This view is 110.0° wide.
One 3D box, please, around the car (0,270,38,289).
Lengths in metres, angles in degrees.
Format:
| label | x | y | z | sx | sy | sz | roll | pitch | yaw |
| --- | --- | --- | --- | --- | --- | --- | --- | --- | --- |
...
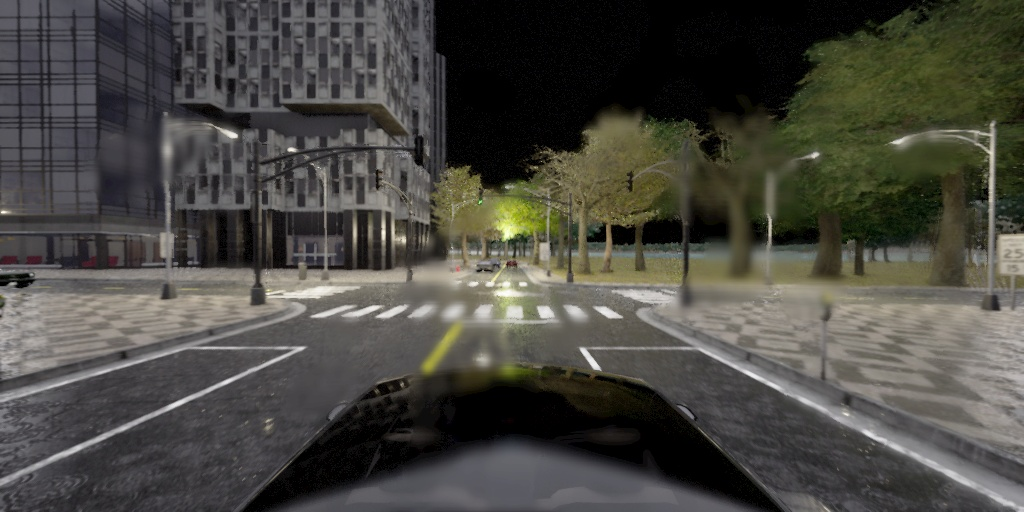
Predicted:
| label | x | y | z | sx | sy | sz | roll | pitch | yaw |
| --- | --- | --- | --- | --- | --- | --- | --- | --- | --- |
| car | -26.423 | 1.014 | 17.415 | 4.718 | 1.301 | 1.895 | 1 | 1 | 0 |

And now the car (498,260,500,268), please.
| label | x | y | z | sx | sy | sz | roll | pitch | yaw |
| --- | --- | --- | --- | --- | --- | --- | --- | --- | --- |
| car | -3.046 | 1.081 | 59.664 | 2.097 | 1.767 | 4.553 | 0 | 0 | 0 |

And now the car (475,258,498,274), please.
| label | x | y | z | sx | sy | sz | roll | pitch | yaw |
| --- | --- | --- | --- | --- | --- | --- | --- | --- | --- |
| car | -3.077 | 1.242 | 41.325 | 2.033 | 1.411 | 5.357 | 0 | 0 | 0 |

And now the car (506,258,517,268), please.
| label | x | y | z | sx | sy | sz | roll | pitch | yaw |
| --- | --- | --- | --- | --- | --- | --- | --- | --- | --- |
| car | -0.027 | 1.209 | 62.096 | 1.882 | 1.535 | 5.008 | 0 | 0 | 0 |
